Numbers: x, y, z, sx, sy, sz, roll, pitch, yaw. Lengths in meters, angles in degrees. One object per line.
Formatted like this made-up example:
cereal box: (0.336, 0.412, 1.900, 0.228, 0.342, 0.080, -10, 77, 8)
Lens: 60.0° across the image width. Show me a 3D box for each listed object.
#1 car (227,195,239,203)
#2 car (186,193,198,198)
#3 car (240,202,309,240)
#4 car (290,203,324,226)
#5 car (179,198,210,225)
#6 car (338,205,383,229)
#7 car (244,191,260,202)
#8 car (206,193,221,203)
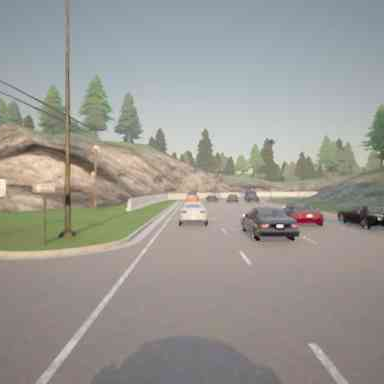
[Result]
car: (7.009, 1.139, 57.623, 2.033, 1.411, 5.357, 0, 0, 2)
car: (0.026, 0.936, 58.748, 2.097, 1.767, 4.553, 0, 0, 2)
car: (3.600, 1.432, 16.133, 2.033, 1.411, 5.357, 0, 0, 0)
car: (7.098, 1.407, 22.079, 1.994, 1.385, 4.181, 0, 0, 0)
car: (0.086, 1.365, 22.579, 1.812, 1.442, 4.674, 0, 0, 0)
car: (10.599, 1.458, 20.003, 1.895, 1.301, 4.718, 0, 0, 0)
car: (10.509, 1.097, 57.623, 1.837, 1.490, 4.892, 0, 0, 2)
car: (3.526, 1.076, 58.718, 2.128, 1.511, 4.902, 0, 0, 2)
